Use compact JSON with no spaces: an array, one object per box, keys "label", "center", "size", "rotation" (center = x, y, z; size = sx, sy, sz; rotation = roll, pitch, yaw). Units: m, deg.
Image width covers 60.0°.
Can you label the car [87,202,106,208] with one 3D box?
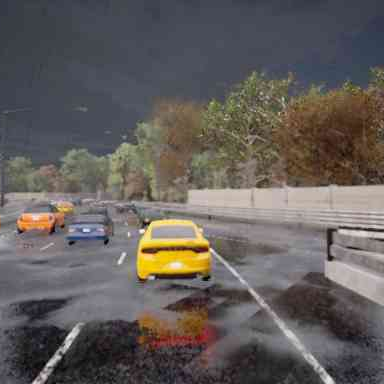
[{"label":"car","center":[-11.032,1.935,38.588],"size":[2.128,1.511,4.902],"rotation":[0,-1,-21]}]

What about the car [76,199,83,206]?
[{"label":"car","center":[-24.360,2.153,69.116],"size":[1.837,1.490,4.892],"rotation":[0,-1,-40]}]

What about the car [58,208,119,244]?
[{"label":"car","center":[-5.008,1.742,16.879],"size":[2.033,1.411,5.357],"rotation":[0,-1,-10]}]

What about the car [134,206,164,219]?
[{"label":"car","center":[-2.841,1.871,23.829],"size":[1.895,1.301,4.718],"rotation":[0,-1,-13]}]

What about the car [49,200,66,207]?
[{"label":"car","center":[-27.123,2.229,66.966],"size":[1.895,1.301,4.718],"rotation":[0,-1,-40]}]

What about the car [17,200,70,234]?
[{"label":"car","center":[-9.486,1.602,21.342],"size":[2.097,1.767,4.553],"rotation":[0,-1,-12]}]

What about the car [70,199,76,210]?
[{"label":"car","center":[-15.441,1.944,40.241],"size":[1.882,1.535,5.008],"rotation":[0,-1,-22]}]

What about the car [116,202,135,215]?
[{"label":"car","center":[-8.126,1.968,40.906],"size":[1.837,1.490,4.892],"rotation":[0,-1,-23]}]

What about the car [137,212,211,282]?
[{"label":"car","center":[-0.614,1.594,10.231],"size":[1.882,1.535,5.008],"rotation":[0,-1,-6]}]

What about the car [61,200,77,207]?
[{"label":"car","center":[-26.759,2.386,72.066],"size":[1.994,1.385,4.181],"rotation":[0,-1,-40]}]
